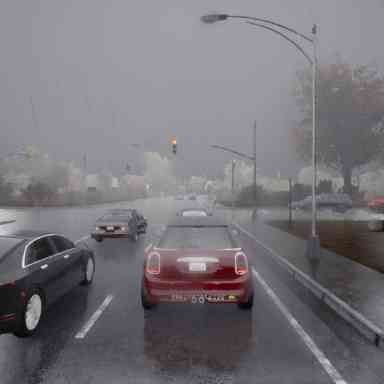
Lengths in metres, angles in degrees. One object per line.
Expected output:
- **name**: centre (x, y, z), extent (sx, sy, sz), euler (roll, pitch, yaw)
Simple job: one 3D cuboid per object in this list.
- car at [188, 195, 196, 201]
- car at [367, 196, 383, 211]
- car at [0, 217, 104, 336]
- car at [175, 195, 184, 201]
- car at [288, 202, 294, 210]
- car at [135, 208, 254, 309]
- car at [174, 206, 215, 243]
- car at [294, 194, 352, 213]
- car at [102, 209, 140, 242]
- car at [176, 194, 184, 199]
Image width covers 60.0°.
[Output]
- **car**: centre (0.074, 1.500, 84.967), extent (1.837, 1.490, 4.892), euler (0, 0, 0)
- **car**: centre (23.854, 1.211, 39.372), extent (5.566, 2.045, 2.150), euler (0, 0, 3)
- **car**: centre (-3.393, 1.505, 6.636), extent (1.837, 1.490, 4.892), euler (0, 0, 0)
- **car**: centre (-3.424, 1.544, 85.290), extent (1.994, 1.385, 4.181), euler (0, 0, 0)
- **car**: centre (14.020, 1.505, 39.913), extent (4.892, 1.490, 1.837), euler (0, 0, 3)
- **car**: centre (0.106, 1.352, 8.049), extent (2.097, 1.767, 4.553), euler (0, 0, 0)
- **car**: centre (0.114, 1.526, 17.089), extent (1.812, 1.442, 4.674), euler (0, 0, 0)
- **car**: centre (14.496, 1.221, 36.377), extent (5.566, 2.045, 2.150), euler (0, 0, 3)
- **car**: centre (-3.388, 1.547, 16.294), extent (2.033, 1.411, 5.357), euler (0, 0, 0)
- **car**: centre (-3.376, 1.402, 95.317), extent (1.994, 1.385, 4.181), euler (0, 0, 1)
